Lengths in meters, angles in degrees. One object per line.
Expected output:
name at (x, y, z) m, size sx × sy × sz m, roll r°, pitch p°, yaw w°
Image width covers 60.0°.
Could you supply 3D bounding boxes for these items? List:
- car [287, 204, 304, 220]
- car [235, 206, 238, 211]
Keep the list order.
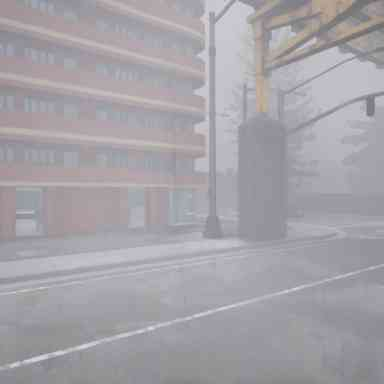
car at (6.924, 1.504, 27.593) m, size 2.128 × 1.511 × 4.902 m, roll 0°, pitch 0°, yaw -35°
car at (6.776, 1.567, 34.225) m, size 2.033 × 1.411 × 5.357 m, roll 0°, pitch 0°, yaw -35°
